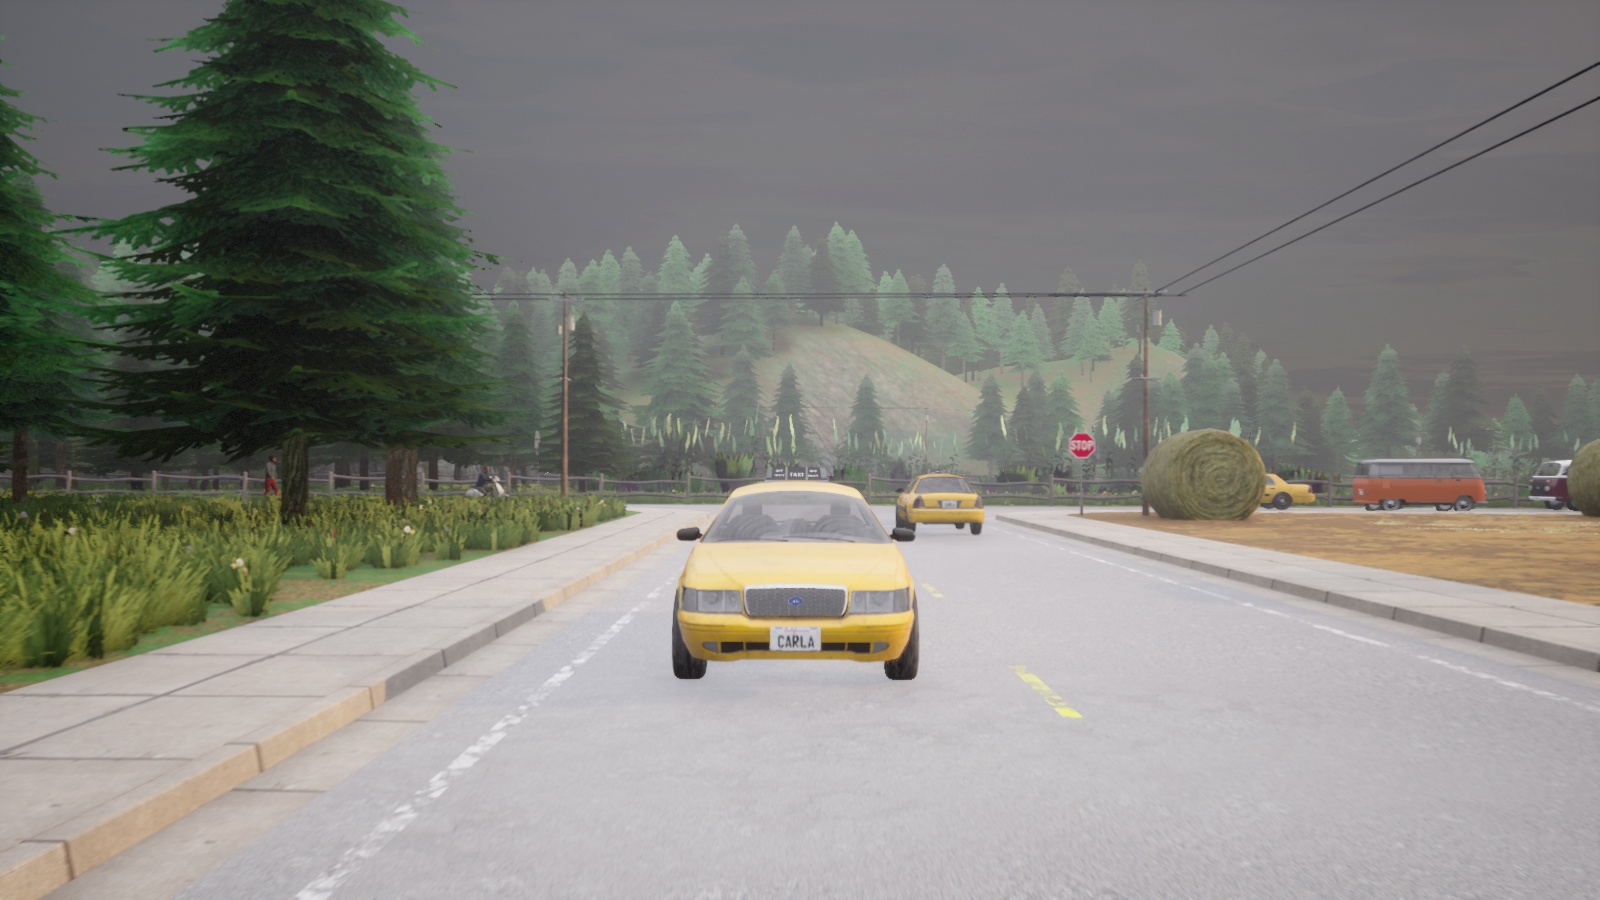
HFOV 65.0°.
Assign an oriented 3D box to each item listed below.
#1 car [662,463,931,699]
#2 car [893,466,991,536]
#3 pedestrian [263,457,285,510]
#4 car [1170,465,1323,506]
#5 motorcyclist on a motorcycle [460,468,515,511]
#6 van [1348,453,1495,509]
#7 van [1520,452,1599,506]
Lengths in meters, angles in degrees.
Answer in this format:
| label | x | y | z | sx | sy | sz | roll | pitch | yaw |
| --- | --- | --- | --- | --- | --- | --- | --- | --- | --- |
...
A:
| label | x | y | z | sx | sy | sz | roll | pitch | yaw |
| --- | --- | --- | --- | --- | --- | --- | --- | --- | --- |
| car | -0.027 | 0.916 | 11.119 | 1.801 | 1.575 | 5.366 | 0 | -1 | 0 |
| car | 3.425 | 1.205 | 31.201 | 1.801 | 1.575 | 5.366 | 0 | -1 | 0 |
| pedestrian | -18.198 | 1.162 | 43.442 | 0.614 | 1.847 | 0.353 | 0 | -1 | 13 |
| car | 17.511 | 1.391 | 49.422 | 5.366 | 1.575 | 1.801 | 0 | -1 | 3 |
| motorcyclist on a motorcycle | -11.755 | 1.486 | 47.268 | 1.817 | 1.590 | 0.866 | 0 | -1 | 3 |
| van | 22.564 | 1.125 | 45.688 | 4.442 | 1.987 | 1.775 | 0 | -1 | 3 |
| van | 30.832 | 1.109 | 48.810 | 4.480 | 2.038 | 2.069 | 0 | -1 | 3 |
